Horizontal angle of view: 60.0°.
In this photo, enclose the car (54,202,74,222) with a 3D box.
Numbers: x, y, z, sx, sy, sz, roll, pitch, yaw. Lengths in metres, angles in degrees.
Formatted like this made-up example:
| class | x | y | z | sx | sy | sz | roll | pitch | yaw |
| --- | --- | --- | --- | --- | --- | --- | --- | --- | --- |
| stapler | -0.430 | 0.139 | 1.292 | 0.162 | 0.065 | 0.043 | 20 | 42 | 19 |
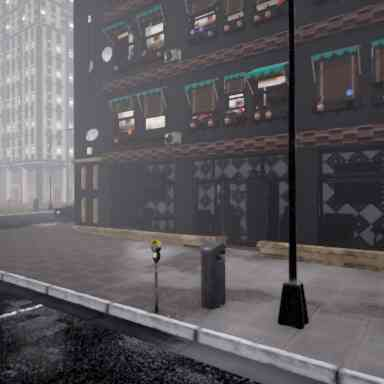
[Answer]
| class | x | y | z | sx | sy | sz | roll | pitch | yaw |
| --- | --- | --- | --- | --- | --- | --- | --- | --- | --- |
| car | -7.294 | 1.292 | 22.806 | 1.947 | 1.339 | 4.313 | 1 | 1 | 35 |
